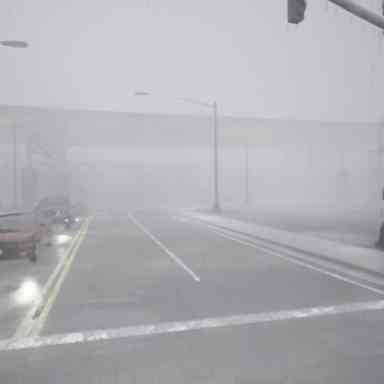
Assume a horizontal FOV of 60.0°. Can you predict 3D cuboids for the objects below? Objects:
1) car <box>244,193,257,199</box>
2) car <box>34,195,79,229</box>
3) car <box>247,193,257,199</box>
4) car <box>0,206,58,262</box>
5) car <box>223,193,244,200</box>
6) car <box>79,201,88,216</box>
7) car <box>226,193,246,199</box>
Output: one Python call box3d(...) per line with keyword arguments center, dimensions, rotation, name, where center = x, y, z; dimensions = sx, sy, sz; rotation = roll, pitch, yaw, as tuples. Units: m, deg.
box3d(center=(13.858, 1.024, 76.444), dimensions=(2.038, 1.542, 4.974), rotation=(-1, 0, 16), name="car")
box3d(center=(-9.011, 1.265, 22.081), dimensions=(2.150, 2.045, 5.566), rotation=(-1, 0, -15), name="car")
box3d(center=(13.870, 0.866, 76.493), dimensions=(1.853, 1.218, 4.536), rotation=(-1, 0, 16), name="car")
box3d(center=(-6.402, 1.525, 12.303), dimensions=(1.882, 1.535, 5.008), rotation=(-1, 0, -15), name="car")
box3d(center=(10.367, 1.061, 77.762), dimensions=(2.038, 1.542, 4.974), rotation=(-1, 0, -44), name="car")
box3d(center=(-11.414, 1.581, 32.493), dimensions=(2.033, 1.411, 5.357), rotation=(-1, 0, -9), name="car")
box3d(center=(10.329, 0.904, 77.799), dimensions=(1.853, 1.218, 4.536), rotation=(-1, 0, -44), name="car")
